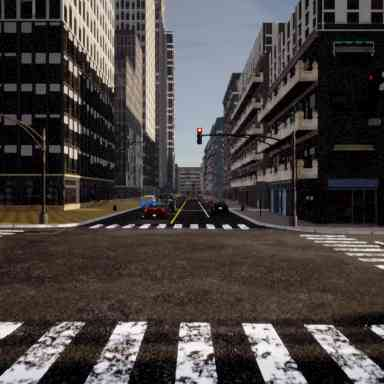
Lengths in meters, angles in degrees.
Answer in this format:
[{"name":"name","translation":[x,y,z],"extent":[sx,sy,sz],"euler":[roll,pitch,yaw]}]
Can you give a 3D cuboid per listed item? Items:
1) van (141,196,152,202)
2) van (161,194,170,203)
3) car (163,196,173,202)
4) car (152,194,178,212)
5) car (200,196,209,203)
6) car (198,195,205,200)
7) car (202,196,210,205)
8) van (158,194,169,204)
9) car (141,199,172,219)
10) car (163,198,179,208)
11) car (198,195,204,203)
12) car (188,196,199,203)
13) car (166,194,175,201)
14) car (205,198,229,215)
[{"name":"van","translation":[-5.683,1.346,43.728],"extent":[1.690,1.788,3.998],"euler":[0,0,0]},{"name":"van","translation":[-5.676,1.355,72.000],"extent":[1.690,1.788,3.998],"euler":[0,0,0]},{"name":"car","translation":[-5.674,1.567,77.654],"extent":[2.008,1.369,4.403],"euler":[0,0,0]},{"name":"car","translation":[-3.095,1.225,39.463],"extent":[2.150,2.045,5.566],"euler":[0,0,0]},{"name":"car","translation":[2.705,1.559,71.997],"extent":[1.887,1.381,4.507],"euler":[0,0,0]},{"name":"car","translation":[2.710,1.590,94.615],"extent":[1.947,1.339,4.313],"euler":[0,0,0]},{"name":"car","translation":[2.698,1.549,43.727],"extent":[1.887,1.381,4.507],"euler":[0,0,0]},{"name":"van","translation":[-5.678,1.353,66.345],"extent":[1.690,1.788,3.998],"euler":[0,0,0]},{"name":"car","translation":[-3.095,1.603,29.564],"extent":[1.895,1.301,4.718],"euler":[0,0,0]},{"name":"car","translation":[-3.072,1.570,49.553],"extent":[1.994,1.385,4.181],"euler":[0,0,0]},{"name":"car","translation":[2.702,1.560,60.690],"extent":[2.008,1.369,4.403],"euler":[0,0,0]},{"name":"car","translation":[0.117,1.614,69.830],"extent":[1.895,1.301,4.718],"euler":[0,0,0]},{"name":"car","translation":[-5.672,1.336,88.963],"extent":[2.192,1.841,5.009],"euler":[0,0,0]},{"name":"car","translation":[2.696,1.568,33.760],"extent":[1.947,1.339,4.313],"euler":[0,0,0]}]
